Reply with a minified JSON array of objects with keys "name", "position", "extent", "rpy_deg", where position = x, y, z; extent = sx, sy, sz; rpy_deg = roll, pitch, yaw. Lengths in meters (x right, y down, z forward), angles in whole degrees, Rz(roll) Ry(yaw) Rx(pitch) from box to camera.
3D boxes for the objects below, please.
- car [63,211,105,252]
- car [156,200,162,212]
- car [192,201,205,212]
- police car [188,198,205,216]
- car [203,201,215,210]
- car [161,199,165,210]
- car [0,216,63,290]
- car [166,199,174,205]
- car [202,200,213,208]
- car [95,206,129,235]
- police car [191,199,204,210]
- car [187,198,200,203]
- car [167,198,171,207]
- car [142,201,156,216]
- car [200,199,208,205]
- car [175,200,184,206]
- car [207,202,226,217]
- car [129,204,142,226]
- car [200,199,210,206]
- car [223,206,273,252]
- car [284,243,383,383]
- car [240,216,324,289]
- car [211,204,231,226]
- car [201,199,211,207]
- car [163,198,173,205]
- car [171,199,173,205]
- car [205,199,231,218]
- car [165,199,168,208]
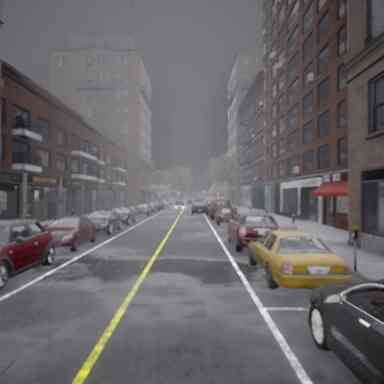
[{"name":"car","position":[-5.377,1.721,14.577],"extent":[1.802,1.307,4.206],"rpy_deg":[0,-1,0]},{"name":"car","position":[-5.358,1.951,42.171],"extent":[2.008,1.369,4.403],"rpy_deg":[0,-1,0]},{"name":"car","position":[0.858,1.977,47.502],"extent":[1.812,1.442,4.674],"rpy_deg":[0,-1,0]},{"name":"police car","position":[0.851,1.783,37.613],"extent":[1.930,1.638,5.238],"rpy_deg":[0,-1,0]},{"name":"car","position":[2.675,2.088,53.206],"extent":[1.802,1.307,4.206],"rpy_deg":[0,-1,0]},{"name":"car","position":[-5.354,1.997,47.690],"extent":[1.887,1.381,4.507],"rpy_deg":[0,-1,0]},{"name":"car","position":[-5.381,1.527,9.059],"extent":[1.967,1.590,4.097],"rpy_deg":[0,-1,0]},{"name":"car","position":[-5.331,2.366,80.800],"extent":[1.802,1.307,4.206],"rpy_deg":[0,-1,0]},{"name":"car","position":[2.679,2.141,58.723],"extent":[1.802,1.307,4.206],"rpy_deg":[0,-1,0]},{"name":"car","position":[-5.373,1.742,20.096],"extent":[2.008,1.369,4.403],"rpy_deg":[0,-1,0]},{"name":"police car","position":[0.863,1.935,53.612],"extent":[1.930,1.638,5.238],"rpy_deg":[0,-1,0]},{"name":"car","position":[0.364,2.259,88.921],"extent":[1.994,1.385,4.181],"rpy_deg":[0,-1,23]},{"name":"car","position":[-5.346,2.110,58.726],"extent":[2.008,1.369,4.403],"rpy_deg":[0,-1,0]},{"name":"car","position":[-5.362,1.930,36.652],"extent":[1.802,1.307,4.206],"rpy_deg":[0,-1,0]},{"name":"car","position":[2.690,2.309,75.277],"extent":[1.802,1.307,4.206],"rpy_deg":[0,-1,0]},{"name":"car","position":[-2.700,2.276,70.987],"extent":[1.895,1.301,4.718],"rpy_deg":[0,-1,0]},{"name":"car","position":[2.659,1.875,36.820],"extent":[1.752,1.417,4.829],"rpy_deg":[0,-1,0]},{"name":"car","position":[-5.370,1.794,25.614],"extent":[2.008,1.369,4.403],"rpy_deg":[0,-1,0]},{"name":"car","position":[2.686,2.216,69.760],"extent":[1.887,1.381,4.507],"rpy_deg":[0,-1,0]},{"name":"car","position":[2.648,1.580,14.580],"extent":[1.967,1.590,4.097],"rpy_deg":[0,-1,0]},{"name":"car","position":[2.640,1.586,3.543],"extent":[2.008,1.369,4.403],"rpy_deg":[0,-1,0]},{"name":"car","position":[2.644,1.614,9.232],"extent":[1.752,1.417,4.829],"rpy_deg":[0,-1,0]},{"name":"car","position":[2.656,1.826,25.616],"extent":[1.802,1.307,4.206],"rpy_deg":[0,-1,0]},{"name":"car","position":[2.682,2.142,64.412],"extent":[1.752,1.417,4.829],"rpy_deg":[0,-1,0]},{"name":"car","position":[-5.335,2.168,75.283],"extent":[1.967,1.590,4.097],"rpy_deg":[0,-1,0]},{"name":"car","position":[-5.343,2.055,64.245],"extent":[1.967,1.590,4.097],"rpy_deg":[0,-1,0]},{"name":"car","position":[2.660,1.611,31.136],"extent":[2.192,1.841,5.009],"rpy_deg":[0,-1,0]},{"name":"car","position":[-5.350,2.071,53.208],"extent":[1.947,1.339,4.313],"rpy_deg":[0,-1,0]}]
